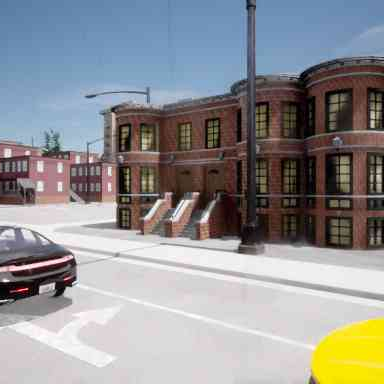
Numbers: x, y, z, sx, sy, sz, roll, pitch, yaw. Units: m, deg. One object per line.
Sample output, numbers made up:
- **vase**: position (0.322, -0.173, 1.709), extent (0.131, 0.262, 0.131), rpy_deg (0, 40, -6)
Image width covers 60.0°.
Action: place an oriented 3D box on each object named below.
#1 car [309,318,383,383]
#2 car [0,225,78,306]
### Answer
- **car**: position (3.198, 1.478, 1.713), extent (5.008, 1.535, 1.882), rpy_deg (0, 0, 36)
- **car**: position (-4.569, 1.492, 7.263), extent (4.902, 1.511, 2.128), rpy_deg (0, 0, 34)
